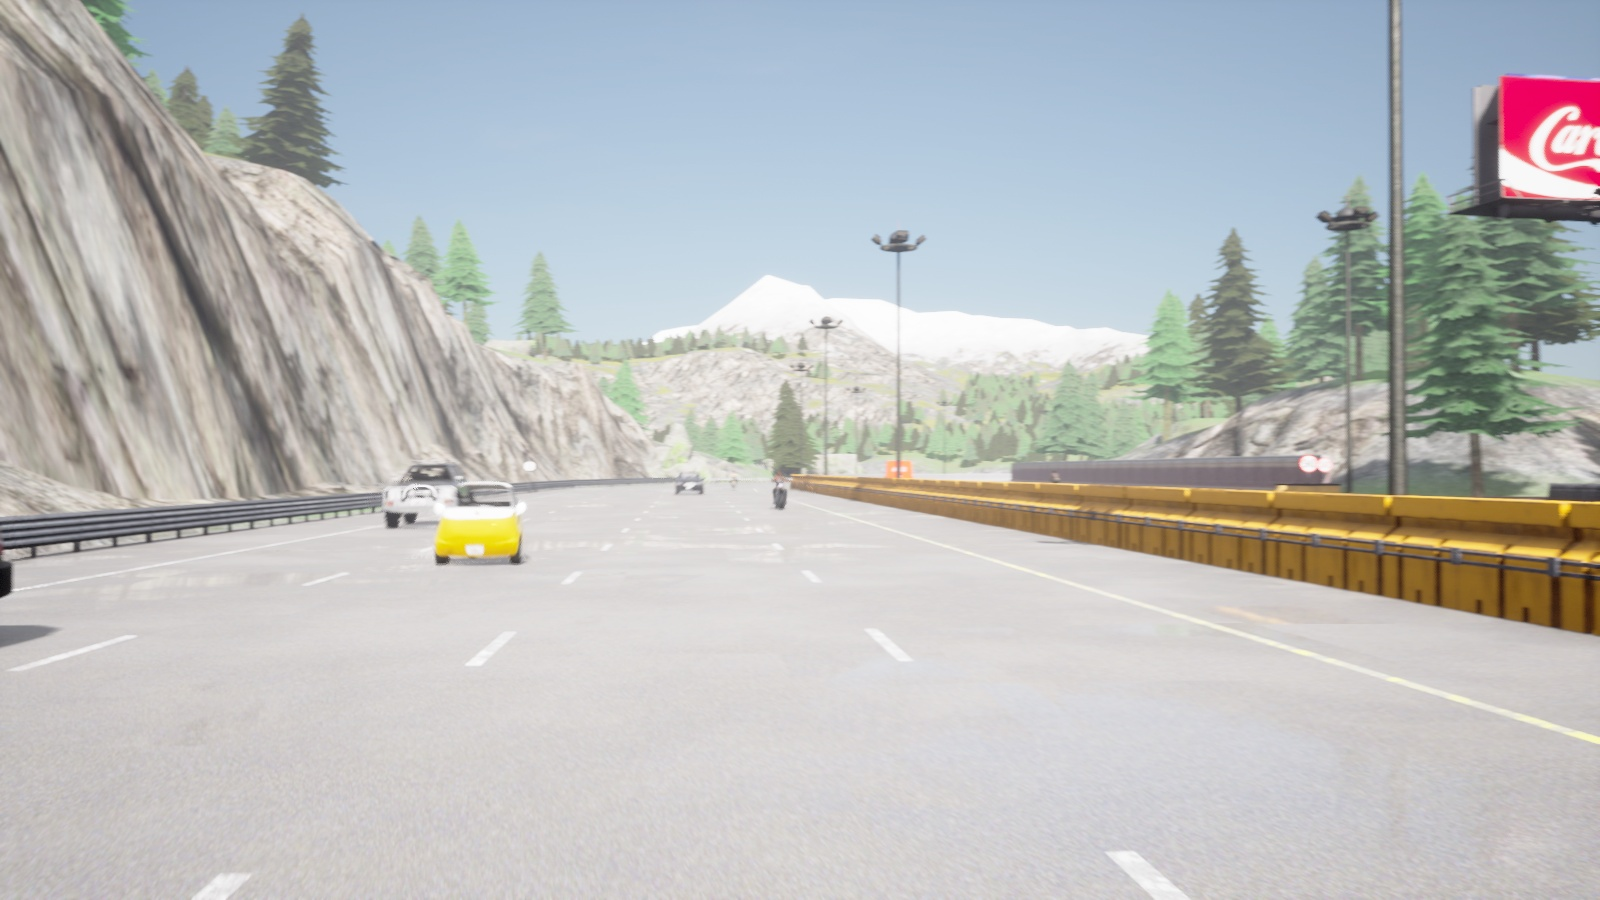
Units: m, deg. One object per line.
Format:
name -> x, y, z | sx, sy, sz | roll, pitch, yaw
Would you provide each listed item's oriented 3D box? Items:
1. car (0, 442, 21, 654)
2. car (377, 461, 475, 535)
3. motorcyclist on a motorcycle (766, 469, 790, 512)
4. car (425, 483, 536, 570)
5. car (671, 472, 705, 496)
car -> -7.802, 0.830, 8.968 | 1.932, 1.855, 4.605 | 0, -1, -5
car -> -10.229, 1.274, 34.681 | 1.932, 1.855, 4.605 | -2, -1, -9
motorcyclist on a motorcycle -> -0.888, 1.609, 50.334 | 0.766, 1.649, 2.350 | 0, -1, -5
car -> -5.357, 1.257, 21.274 | 1.481, 1.376, 2.207 | 0, -1, -5
car -> -7.364, 2.185, 82.016 | 2.128, 1.511, 4.902 | 0, -1, -6
